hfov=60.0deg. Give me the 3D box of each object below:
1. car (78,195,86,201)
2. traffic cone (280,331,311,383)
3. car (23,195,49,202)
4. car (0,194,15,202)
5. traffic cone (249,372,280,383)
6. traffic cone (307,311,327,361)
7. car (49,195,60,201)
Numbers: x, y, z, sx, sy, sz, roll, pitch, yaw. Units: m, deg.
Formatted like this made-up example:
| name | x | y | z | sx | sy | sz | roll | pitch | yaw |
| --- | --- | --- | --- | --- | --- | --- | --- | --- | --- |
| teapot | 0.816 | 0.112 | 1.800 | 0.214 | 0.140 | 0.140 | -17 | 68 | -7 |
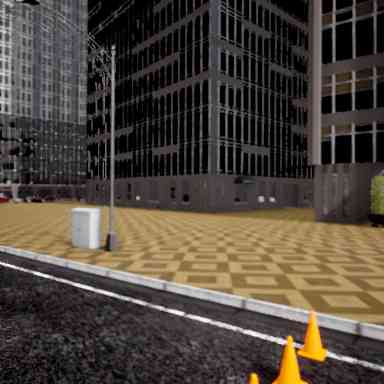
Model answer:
| name | x | y | z | sx | sy | sz | roll | pitch | yaw |
| --- | --- | --- | --- | --- | --- | --- | --- | --- | --- |
| car | -24.012 | 1.438 | 76.227 | 4.206 | 1.307 | 1.802 | 0 | 1 | -41 |
| traffic cone | 1.129 | 1.975 | 3.872 | 0.340 | 0.580 | 0.340 | 0 | 0 | 35 |
| car | -32.550 | 1.450 | 68.709 | 4.313 | 1.339 | 1.947 | 0 | 1 | -41 |
| car | -36.804 | 1.338 | 64.931 | 4.097 | 1.590 | 1.967 | 0 | 1 | -41 |
| traffic cone | 0.561 | 1.970 | 3.049 | 0.340 | 0.580 | 0.340 | 0 | 0 | 35 |
| traffic cone | 1.697 | 1.980 | 4.695 | 0.340 | 0.580 | 0.340 | 0 | 0 | 35 |
| car | -33.795 | 1.382 | 78.835 | 4.507 | 1.381 | 1.887 | 0 | 1 | -41 |
